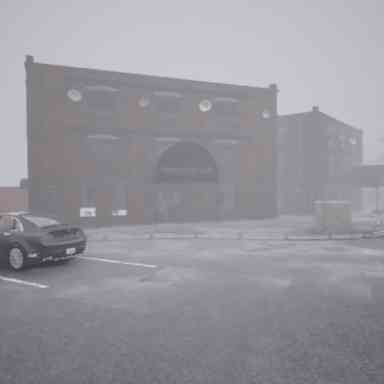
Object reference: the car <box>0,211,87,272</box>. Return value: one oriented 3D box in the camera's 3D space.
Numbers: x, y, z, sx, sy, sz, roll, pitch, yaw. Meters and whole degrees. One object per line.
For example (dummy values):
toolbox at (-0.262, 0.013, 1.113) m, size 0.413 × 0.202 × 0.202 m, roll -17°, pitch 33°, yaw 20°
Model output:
car at (-5.412, 1.342, 10.223) m, size 4.892 × 1.521 × 2.231 m, roll 0°, pitch 0°, yaw 29°
